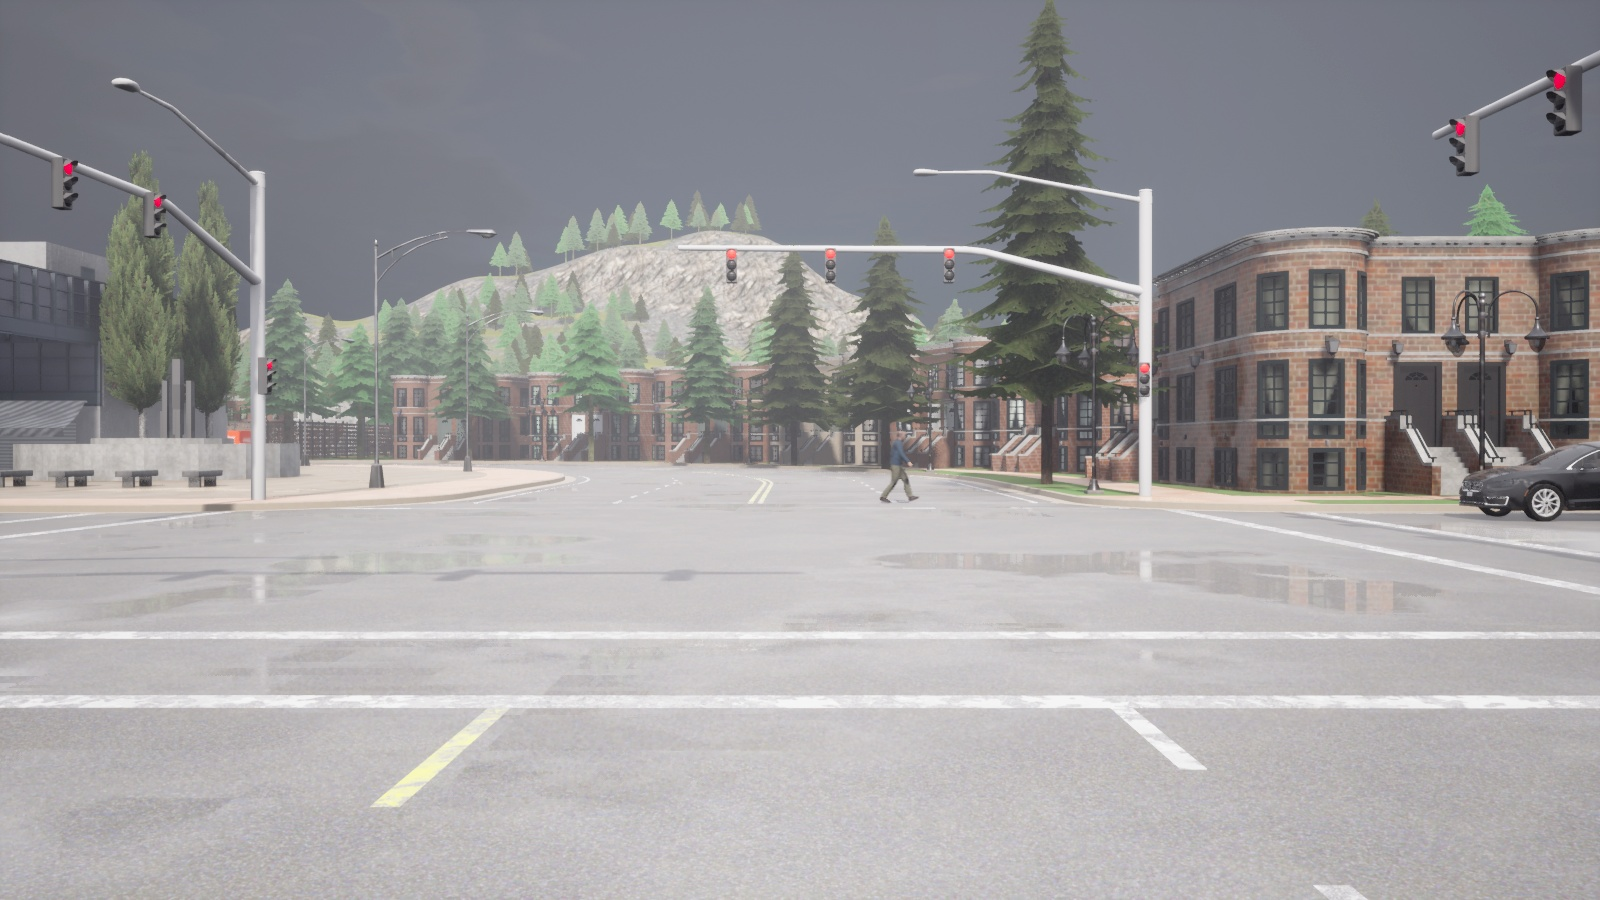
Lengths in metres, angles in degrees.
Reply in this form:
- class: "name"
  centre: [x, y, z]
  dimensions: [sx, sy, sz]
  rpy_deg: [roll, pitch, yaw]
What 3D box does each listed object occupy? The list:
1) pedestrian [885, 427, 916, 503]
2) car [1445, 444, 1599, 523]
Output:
- class: "pedestrian"
  centre: [2.454, 0.364, 30.626]
  dimensions: [0.726, 1.842, 0.402]
  rpy_deg: [0, 0, 2]
- class: "car"
  centre: [15.464, 0.626, 24.434]
  dimensions: [4.892, 1.490, 1.837]
  rpy_deg: [0, 0, 0]
